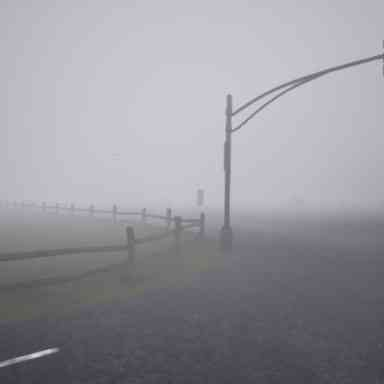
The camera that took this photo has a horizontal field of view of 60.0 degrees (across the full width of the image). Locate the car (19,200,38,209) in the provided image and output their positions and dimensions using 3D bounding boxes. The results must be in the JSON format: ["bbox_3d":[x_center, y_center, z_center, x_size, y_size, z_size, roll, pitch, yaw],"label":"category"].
[{"bbox_3d":[-25.813,1.962,52.484,1.812,1.442,4.674,2,-2,-42],"label":"car"}]
